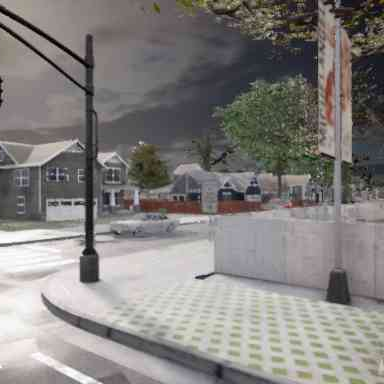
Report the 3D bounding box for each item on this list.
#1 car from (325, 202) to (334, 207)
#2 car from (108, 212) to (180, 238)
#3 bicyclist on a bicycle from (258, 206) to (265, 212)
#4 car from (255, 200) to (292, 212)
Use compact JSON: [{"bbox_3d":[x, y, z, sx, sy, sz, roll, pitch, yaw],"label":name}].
[{"bbox_3d":[21.817,2.332,51.379,1.837,1.490,4.892,0,0,34],"label":"car"},{"bbox_3d":[-2.850,1.948,20.456,1.895,1.301,4.718,0,-1,34],"label":"car"},{"bbox_3d":[4.339,1.693,20.606,1.656,1.620,0.582,0,-1,34],"label":"bicyclist on a bicycle"},{"bbox_3d":[7.389,1.867,30.220,2.097,1.767,4.553,0,-1,34],"label":"car"}]
